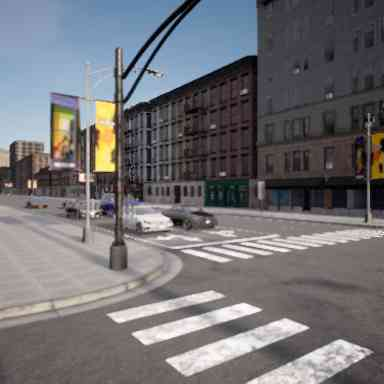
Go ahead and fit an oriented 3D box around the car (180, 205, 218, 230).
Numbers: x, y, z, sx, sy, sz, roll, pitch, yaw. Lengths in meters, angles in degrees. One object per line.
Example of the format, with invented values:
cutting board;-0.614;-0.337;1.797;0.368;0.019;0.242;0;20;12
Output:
car;-0.250;1.523;20.709;1.994;1.385;4.181;0;0;-36

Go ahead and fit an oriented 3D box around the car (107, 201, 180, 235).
car;-2.883;1.486;18.798;1.812;1.442;4.674;0;0;-36

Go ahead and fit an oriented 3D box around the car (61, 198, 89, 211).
car;-14.113;1.473;39.970;1.895;1.301;4.718;0;0;-36

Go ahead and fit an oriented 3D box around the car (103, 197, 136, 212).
car;-8.315;1.368;37.803;1.882;1.535;5.008;0;0;-36

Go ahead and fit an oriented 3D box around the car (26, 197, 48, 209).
car;-19.859;1.399;42.445;2.033;1.411;5.357;0;0;-35

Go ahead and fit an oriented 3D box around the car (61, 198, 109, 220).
car;-8.963;1.415;27.241;2.128;1.511;4.902;0;0;-36

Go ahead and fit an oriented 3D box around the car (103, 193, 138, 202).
car;-6.177;1.145;28.934;2.150;2.045;5.566;0;0;-36
